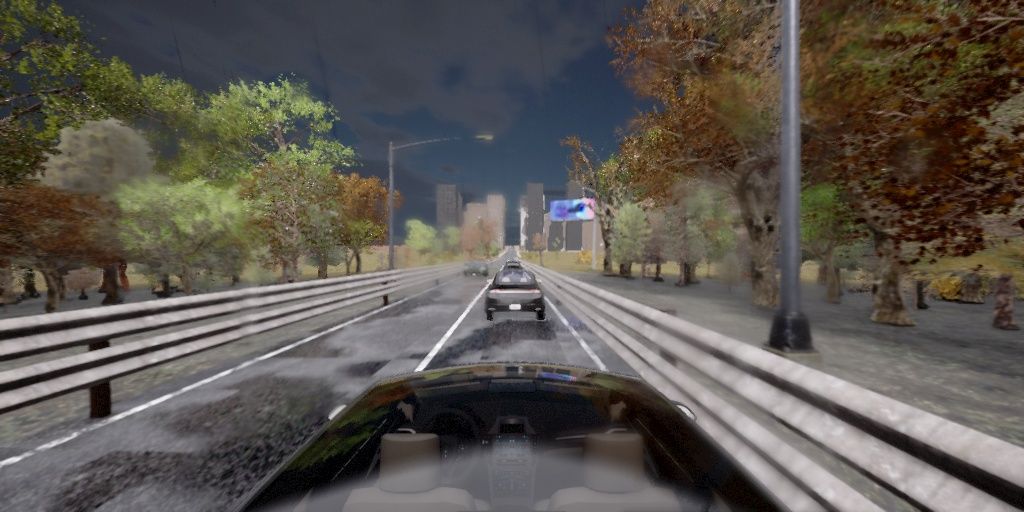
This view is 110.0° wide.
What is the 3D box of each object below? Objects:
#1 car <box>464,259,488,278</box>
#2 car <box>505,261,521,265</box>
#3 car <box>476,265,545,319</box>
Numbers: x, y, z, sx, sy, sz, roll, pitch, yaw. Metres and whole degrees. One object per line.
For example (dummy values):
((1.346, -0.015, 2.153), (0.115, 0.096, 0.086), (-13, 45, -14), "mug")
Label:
((-3.355, 1.111, 34.382), (2.097, 1.767, 4.553), (0, 0, 0), "car")
((0.086, 1.264, 34.567), (1.837, 1.490, 4.892), (0, 0, 0), "car")
((0.097, 1.242, 12.689), (2.128, 1.511, 4.902), (0, 0, 0), "car")
